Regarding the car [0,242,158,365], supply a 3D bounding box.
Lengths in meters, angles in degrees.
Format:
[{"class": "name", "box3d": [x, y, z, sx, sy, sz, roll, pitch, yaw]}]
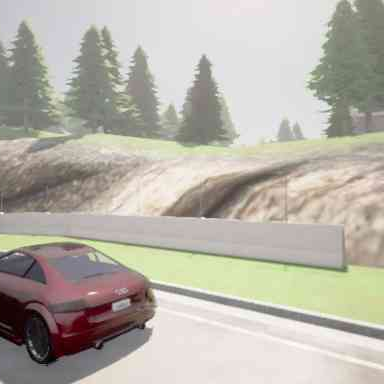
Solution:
[{"class": "car", "box3d": [-2.635, 1.617, 5.979, 4.181, 1.385, 1.994, -1, 0, 36]}]
